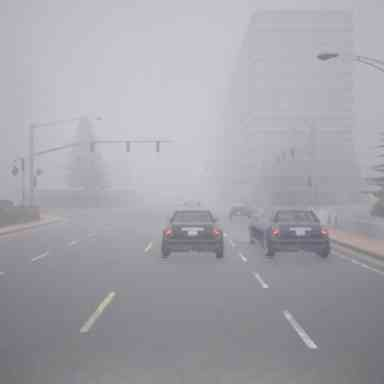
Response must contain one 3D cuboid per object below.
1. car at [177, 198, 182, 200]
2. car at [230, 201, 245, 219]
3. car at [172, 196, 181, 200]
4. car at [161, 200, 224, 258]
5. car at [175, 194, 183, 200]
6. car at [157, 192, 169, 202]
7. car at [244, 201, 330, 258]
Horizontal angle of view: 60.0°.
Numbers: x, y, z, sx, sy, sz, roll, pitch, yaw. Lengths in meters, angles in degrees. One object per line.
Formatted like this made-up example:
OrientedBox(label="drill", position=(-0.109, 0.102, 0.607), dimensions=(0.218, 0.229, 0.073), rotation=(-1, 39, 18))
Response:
OrientedBox(label="car", position=(0.032, 1.469, 27.994), dimensions=(2.128, 1.511, 4.902), rotation=(0, 0, 1))
OrientedBox(label="car", position=(4.486, 1.505, 28.578), dimensions=(1.812, 1.442, 4.674), rotation=(-1, 0, 19))
OrientedBox(label="car", position=(-3.532, 1.516, 78.145), dimensions=(1.994, 1.385, 4.181), rotation=(0, 0, 0))
OrientedBox(label="car", position=(0.038, 1.345, 12.908), dimensions=(2.097, 1.767, 4.553), rotation=(0, 0, 0))
OrientedBox(label="car", position=(-3.539, 1.465, 93.954), dimensions=(2.128, 1.511, 4.902), rotation=(0, 0, 0))
OrientedBox(label="car", position=(-7.032, 1.463, 78.141), dimensions=(1.837, 1.490, 4.892), rotation=(0, 0, 0))
OrientedBox(label="car", position=(3.539, 1.345, 12.916), dimensions=(2.097, 1.767, 4.553), rotation=(0, 0, 0))
